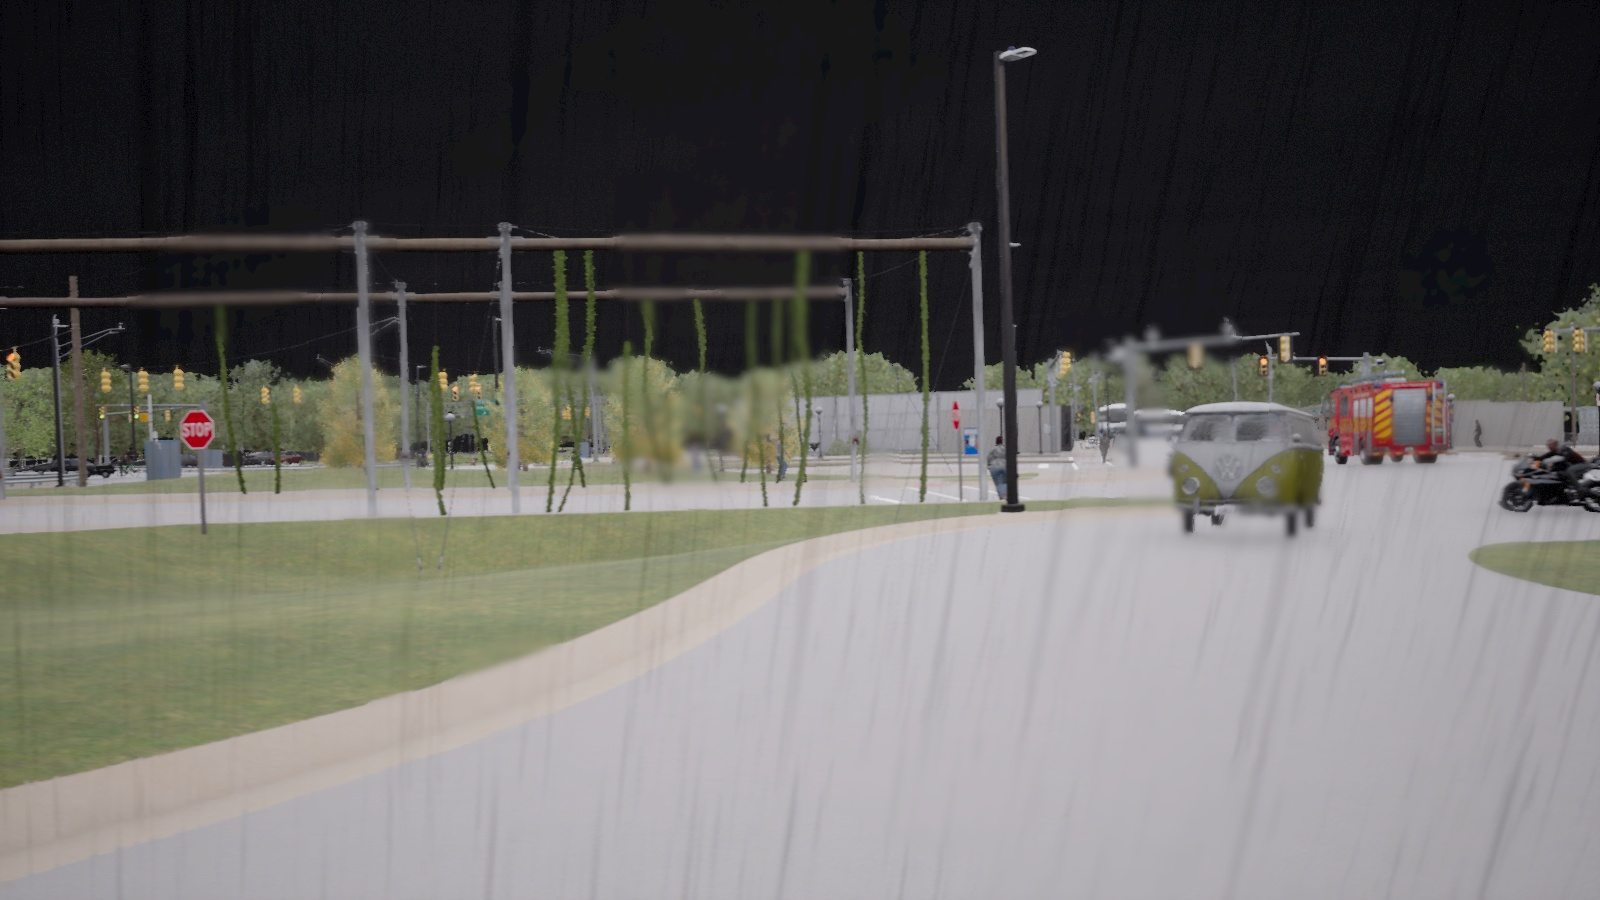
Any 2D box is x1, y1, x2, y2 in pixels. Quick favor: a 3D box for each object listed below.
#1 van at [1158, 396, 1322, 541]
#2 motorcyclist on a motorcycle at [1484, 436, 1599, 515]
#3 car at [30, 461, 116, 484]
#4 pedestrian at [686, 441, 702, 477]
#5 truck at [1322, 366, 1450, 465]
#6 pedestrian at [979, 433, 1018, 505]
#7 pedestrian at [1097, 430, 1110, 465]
[{"bbox_3d":[6.979,0.274,19.620,1.775,1.987,4.442,0,-1,28],"label":"van"},{"bbox_3d":[15.158,0.504,25.356,2.191,1.530,0.866,-1,1,4],"label":"motorcyclist on a motorcycle"},{"bbox_3d":[-46.139,1.406,79.757,4.718,1.301,1.895,-2,0,14],"label":"car"},{"bbox_3d":[-5.503,0.466,65.277,0.706,1.836,0.354,-2,1,9],"label":"pedestrian"},{"bbox_3d":[24.864,-1.367,53.769,2.891,3.827,8.468,-2,0,11],"label":"truck"},{"bbox_3d":[5.342,0.500,33.882,0.874,1.855,0.900,-2,1,2],"label":"pedestrian"},{"bbox_3d":[17.344,-0.146,71.791,0.659,1.952,0.873,-2,1,11],"label":"pedestrian"}]
